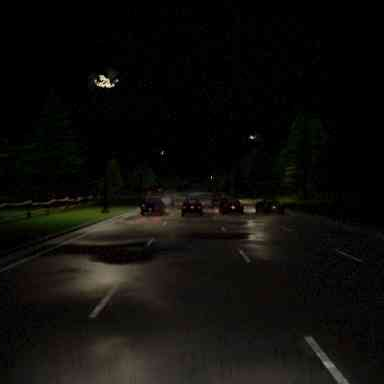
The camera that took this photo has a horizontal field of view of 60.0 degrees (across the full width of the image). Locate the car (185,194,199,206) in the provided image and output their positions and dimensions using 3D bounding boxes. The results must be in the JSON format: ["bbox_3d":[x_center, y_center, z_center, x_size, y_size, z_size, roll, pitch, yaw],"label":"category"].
[{"bbox_3d":[0.071,1.087,45.240,1.812,1.442,4.674,0,1,0],"label":"car"}]

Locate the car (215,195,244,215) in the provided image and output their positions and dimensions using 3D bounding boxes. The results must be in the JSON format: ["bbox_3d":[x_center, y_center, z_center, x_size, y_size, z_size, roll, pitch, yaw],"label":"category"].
[{"bbox_3d":[3.521,1.269,30.415,1.994,1.385,4.181,0,1,0],"label":"car"}]

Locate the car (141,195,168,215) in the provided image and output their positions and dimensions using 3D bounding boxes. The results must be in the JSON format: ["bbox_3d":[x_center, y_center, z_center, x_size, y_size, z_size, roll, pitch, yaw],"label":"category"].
[{"bbox_3d":[-3.481,1.234,30.086,1.812,1.442,4.674,0,0,1],"label":"car"}]

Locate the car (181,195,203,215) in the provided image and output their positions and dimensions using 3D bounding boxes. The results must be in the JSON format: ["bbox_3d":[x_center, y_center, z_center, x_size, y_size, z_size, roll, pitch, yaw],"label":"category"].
[{"bbox_3d":[0.014,1.263,29.365,2.033,1.411,5.357,0,1,0],"label":"car"}]

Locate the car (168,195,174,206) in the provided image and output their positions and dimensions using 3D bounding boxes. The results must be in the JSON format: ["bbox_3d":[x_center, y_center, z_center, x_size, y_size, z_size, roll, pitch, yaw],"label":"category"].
[{"bbox_3d":[-3.428,1.087,45.241,1.812,1.442,4.674,0,1,0],"label":"car"}]

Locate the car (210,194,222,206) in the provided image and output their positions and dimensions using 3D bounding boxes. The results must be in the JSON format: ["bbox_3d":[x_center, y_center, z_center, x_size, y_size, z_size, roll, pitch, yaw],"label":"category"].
[{"bbox_3d":[3.566,1.061,44.428,2.128,1.511,4.902,0,1,1],"label":"car"}]

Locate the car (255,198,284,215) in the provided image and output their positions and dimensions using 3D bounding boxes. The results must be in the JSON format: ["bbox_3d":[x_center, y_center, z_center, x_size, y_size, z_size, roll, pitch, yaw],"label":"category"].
[{"bbox_3d":[7.022,1.269,30.419,1.994,1.385,4.181,0,1,0],"label":"car"}]
